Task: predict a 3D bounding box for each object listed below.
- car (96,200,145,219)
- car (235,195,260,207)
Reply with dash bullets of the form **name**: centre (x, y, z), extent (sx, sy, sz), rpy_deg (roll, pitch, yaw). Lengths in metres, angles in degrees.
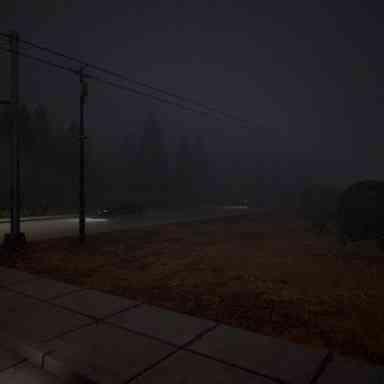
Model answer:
- **car**: centre (-6.277, 1.480, 29.609), extent (1.837, 1.490, 4.892), rpy_deg (0, 0, 37)
- **car**: centre (8.203, 1.197, 49.014), extent (2.097, 1.767, 4.553), rpy_deg (0, 0, 37)
